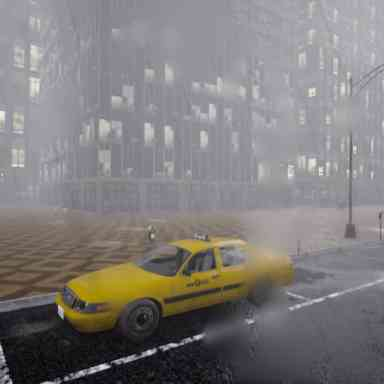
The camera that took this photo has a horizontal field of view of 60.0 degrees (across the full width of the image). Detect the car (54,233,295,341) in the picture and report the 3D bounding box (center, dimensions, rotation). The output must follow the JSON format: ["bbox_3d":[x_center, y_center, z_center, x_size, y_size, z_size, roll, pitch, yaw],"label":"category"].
[{"bbox_3d":[-0.039,1.524,6.484,4.829,1.417,1.752,0,1,-35],"label":"car"}]
